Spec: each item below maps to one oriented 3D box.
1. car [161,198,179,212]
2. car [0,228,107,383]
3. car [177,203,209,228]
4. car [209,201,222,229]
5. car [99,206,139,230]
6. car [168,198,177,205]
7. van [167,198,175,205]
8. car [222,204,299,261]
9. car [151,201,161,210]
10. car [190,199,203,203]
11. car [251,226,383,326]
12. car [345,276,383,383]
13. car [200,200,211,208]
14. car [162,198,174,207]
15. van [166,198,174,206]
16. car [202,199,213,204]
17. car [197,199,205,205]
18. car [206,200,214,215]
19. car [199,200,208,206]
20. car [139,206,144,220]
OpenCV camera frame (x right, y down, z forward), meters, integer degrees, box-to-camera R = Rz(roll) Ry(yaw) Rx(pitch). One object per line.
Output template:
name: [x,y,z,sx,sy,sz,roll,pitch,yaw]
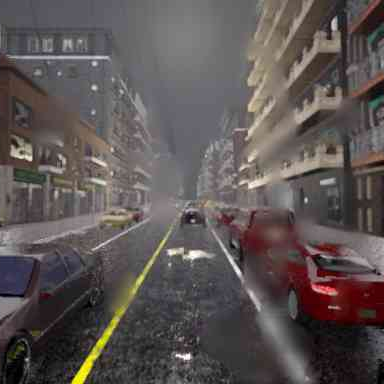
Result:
car: [-2.875,1.931,47.753,2.097,1.767,4.553,0,-1,0]
car: [-2.855,1.611,5.415,2.033,1.411,5.357,0,-1,0]
car: [0.077,1.818,24.813,1.812,1.442,4.674,0,-1,0]
car: [2.569,1.722,23.963,1.967,1.590,4.097,2,-1,0]
car: [-5.312,1.806,23.789,1.752,1.417,4.829,2,-1,0]
car: [-5.374,2.494,91.932,2.192,1.841,5.009,2,-1,0]
van: [-5.369,2.439,86.267,1.690,1.788,3.998,2,-1,0]
car: [2.584,1.462,12.639,2.192,1.841,5.009,2,-1,0]
car: [-5.338,2.078,52.282,1.967,1.590,4.097,2,-1,0]
car: [0.051,1.959,41.814,1.801,1.575,5.366,0,-1,0]
car: [2.582,1.663,6.971,1.802,1.307,4.206,2,-1,0]
car: [2.588,1.583,1.309,1.947,1.339,4.313,2,-1,0]
car: [2.526,2.334,63.610,2.008,1.369,4.403,2,-1,0]
car: [-5.357,2.253,74.939,2.192,1.841,5.009,2,-1,0]
van: [-5.364,2.359,80.602,1.690,1.788,3.998,2,-1,0]
car: [2.544,2.093,46.789,1.752,1.417,4.829,2,-1,0]
car: [2.498,2.729,91.931,2.008,1.369,4.403,2,-1,0]
car: [2.563,1.792,29.628,1.967,1.590,4.097,2,-1,0]
car: [2.515,2.465,75.109,1.752,1.417,4.829,2,-1,0]
car: [-5.319,1.897,29.624,1.887,1.381,4.507,2,-1,0]
